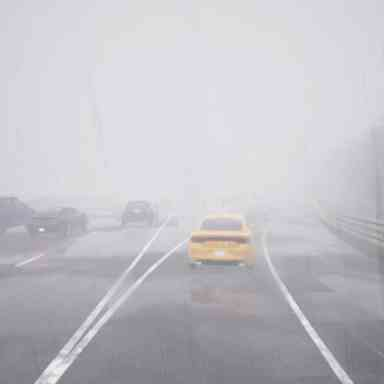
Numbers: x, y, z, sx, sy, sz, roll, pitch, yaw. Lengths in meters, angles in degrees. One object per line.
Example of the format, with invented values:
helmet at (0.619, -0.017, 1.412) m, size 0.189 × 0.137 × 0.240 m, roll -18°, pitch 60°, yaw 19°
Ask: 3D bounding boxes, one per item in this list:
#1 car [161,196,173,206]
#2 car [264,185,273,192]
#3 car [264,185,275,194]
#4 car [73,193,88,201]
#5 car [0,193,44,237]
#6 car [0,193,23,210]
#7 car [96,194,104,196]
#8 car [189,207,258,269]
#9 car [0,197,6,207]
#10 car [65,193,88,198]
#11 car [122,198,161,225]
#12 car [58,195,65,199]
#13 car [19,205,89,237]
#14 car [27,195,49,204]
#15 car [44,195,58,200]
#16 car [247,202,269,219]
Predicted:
car at (-4.010, 1.414, 52.184) m, size 1.882 × 1.535 × 5.008 m, roll 0°, pitch 0°, yaw -1°
car at (19.112, -0.959, 83.144) m, size 1.837 × 1.490 × 4.892 m, roll 0°, pitch 3°, yaw 10°
car at (17.205, -0.257, 73.247) m, size 1.812 × 1.442 × 4.674 m, roll 0°, pitch 3°, yaw 11°
car at (-25.420, 1.114, 76.094) m, size 2.097 × 1.767 × 4.553 m, roll 0°, pitch 0°, yaw -1°
car at (-10.528, 1.212, 18.113) m, size 2.150 × 2.045 × 5.566 m, roll 0°, pitch 0°, yaw 0°
car at (-24.981, 1.179, 44.170) m, size 2.150 × 2.045 × 5.566 m, roll 0°, pitch 0°, yaw 0°
car at (-21.975, 1.284, 78.967) m, size 2.033 × 1.411 × 5.357 m, roll 0°, pitch 0°, yaw -1°
car at (1.088, 1.482, 11.281) m, size 1.882 × 1.535 × 5.008 m, roll 0°, pitch 0°, yaw 8°
car at (-28.497, 1.502, 46.969) m, size 1.994 × 1.385 × 4.181 m, roll 0°, pitch 0°, yaw 0°
car at (-21.691, 1.379, 63.364) m, size 2.033 × 1.411 × 5.357 m, roll 0°, pitch 0°, yaw -1°
car at (-3.677, 1.351, 24.161) m, size 2.097 × 1.767 × 4.553 m, roll 0°, pitch 0°, yaw -1°
car at (-25.155, 1.413, 60.092) m, size 1.994 × 1.385 × 4.181 m, roll 0°, pitch 0°, yaw 0°
car at (-7.026, 1.500, 17.917) m, size 1.837 × 1.490 × 4.892 m, roll 0°, pitch 0°, yaw 0°
car at (-28.670, 1.310, 62.226) m, size 1.882 × 1.535 × 5.008 m, roll 0°, pitch 1°, yaw -1°
car at (-21.510, 1.295, 47.547) m, size 2.097 × 1.767 × 4.553 m, roll 0°, pitch 0°, yaw 0°
car at (5.892, 1.610, 29.952) m, size 1.812 × 1.442 × 4.674 m, roll 0°, pitch 1°, yaw 17°
